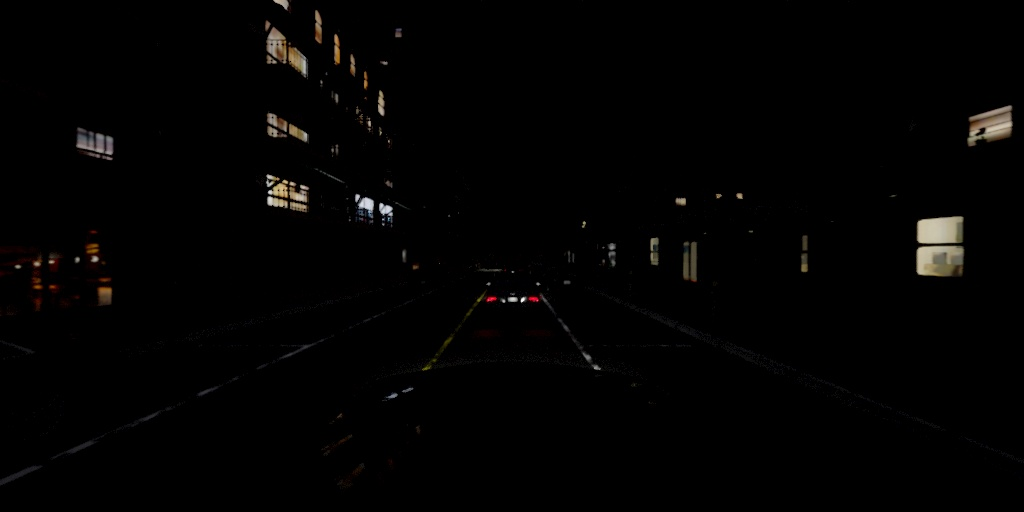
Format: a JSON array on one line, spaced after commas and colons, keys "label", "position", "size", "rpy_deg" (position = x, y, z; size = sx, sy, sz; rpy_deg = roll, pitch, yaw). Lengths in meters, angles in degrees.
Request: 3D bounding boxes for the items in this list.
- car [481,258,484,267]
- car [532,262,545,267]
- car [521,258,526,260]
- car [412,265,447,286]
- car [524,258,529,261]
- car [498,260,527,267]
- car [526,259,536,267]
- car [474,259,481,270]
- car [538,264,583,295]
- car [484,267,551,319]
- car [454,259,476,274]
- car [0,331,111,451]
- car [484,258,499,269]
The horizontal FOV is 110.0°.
[{"label": "car", "position": [-5.697, 1.204, 53.549], "size": [1.967, 1.591, 4.097], "rpy_deg": [0, 0, 0]}, {"label": "car", "position": [2.687, 1.307, 25.134], "size": [2.007, 1.370, 4.403], "rpy_deg": [0, 0, 0]}, {"label": "car", "position": [2.683, 1.330, 53.521], "size": [1.948, 1.339, 4.313], "rpy_deg": [0, 0, 0]}, {"label": "car", "position": [-5.695, 1.322, 25.162], "size": [1.948, 1.339, 4.313], "rpy_deg": [0, 0, 0]}, {"label": "car", "position": [2.685, 1.286, 42.336], "size": [1.751, 1.417, 4.829], "rpy_deg": [0, 0, 0]}, {"label": "car", "position": [0.070, 1.322, 31.873], "size": [1.994, 1.385, 4.181], "rpy_deg": [0, 0, 0]}, {"label": "car", "position": [2.686, 1.304, 36.488], "size": [1.888, 1.381, 4.507], "rpy_deg": [0, 0, 0]}, {"label": "car", "position": [-5.697, 1.328, 47.872], "size": [1.948, 1.339, 4.313], "rpy_deg": [0, 0, 0]}, {"label": "car", "position": [2.688, 1.320, 19.456], "size": [1.948, 1.339, 4.313], "rpy_deg": [0, 0, 0]}, {"label": "car", "position": [0.044, 1.300, 12.844], "size": [2.033, 1.411, 5.357], "rpy_deg": [0, 0, 0]}, {"label": "car", "position": [-5.696, 1.343, 42.194], "size": [1.802, 1.307, 4.207], "rpy_deg": [0, 0, 0]}, {"label": "car", "position": [-5.691, 1.300, 2.451], "size": [2.007, 1.370, 4.403], "rpy_deg": [0, 0, 0]}, {"label": "car", "position": [-3.070, 1.242, 56.094], "size": [1.882, 1.535, 5.008], "rpy_deg": [0, 0, 0]}]
